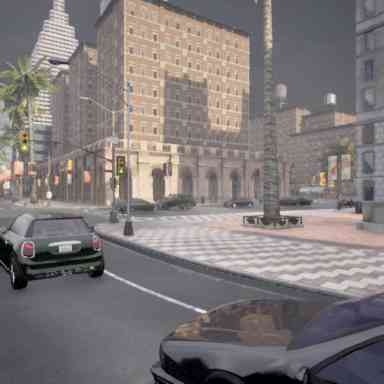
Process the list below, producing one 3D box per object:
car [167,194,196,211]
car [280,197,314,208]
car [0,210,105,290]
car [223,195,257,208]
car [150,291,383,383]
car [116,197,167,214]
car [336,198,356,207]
[{"bbox_3d":[-2.073,1.214,41.911,5.566,2.045,2.150,0,0,-33],"label":"car"},{"bbox_3d":[15.940,1.472,49.291,5.008,1.535,1.882,0,0,-33],"label":"car"},{"bbox_3d":[-4.232,1.349,9.524,2.097,1.767,4.553,0,0,-36],"label":"car"},{"bbox_3d":[6.624,1.498,47.616,4.892,1.490,1.837,0,0,-33],"label":"car"},{"bbox_3d":[2.166,1.547,2.528,5.357,1.411,2.033,0,0,37],"label":"car"},{"bbox_3d":[-5.555,1.497,35.343,4.892,1.490,1.837,0,0,-32],"label":"car"},{"bbox_3d":[24.127,1.596,50.542,4.718,1.301,1.895,0,0,-34],"label":"car"}]
